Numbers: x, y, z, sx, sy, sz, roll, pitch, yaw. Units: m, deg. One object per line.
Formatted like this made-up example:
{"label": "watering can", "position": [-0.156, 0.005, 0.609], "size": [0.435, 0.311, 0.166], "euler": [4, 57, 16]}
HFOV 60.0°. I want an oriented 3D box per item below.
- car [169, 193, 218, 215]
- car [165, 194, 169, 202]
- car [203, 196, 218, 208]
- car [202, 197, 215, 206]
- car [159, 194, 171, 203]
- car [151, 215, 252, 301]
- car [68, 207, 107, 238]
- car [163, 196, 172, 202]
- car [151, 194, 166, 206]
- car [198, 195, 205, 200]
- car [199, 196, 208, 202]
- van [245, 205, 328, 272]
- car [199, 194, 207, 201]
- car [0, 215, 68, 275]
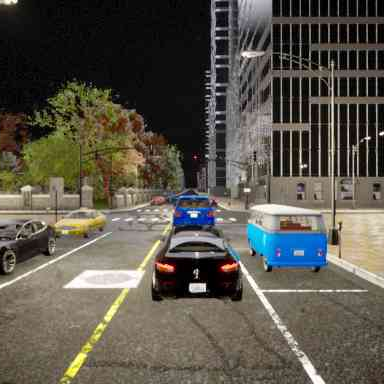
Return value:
{"label": "car", "position": [0.091, 1.214, 18.518], "size": [2.150, 2.045, 5.566], "euler": [0, 0, 0]}
{"label": "car", "position": [-5.721, 1.521, 59.926], "size": [2.008, 1.369, 4.403], "euler": [0, 0, 0]}
{"label": "car", "position": [2.667, 1.416, 48.569], "size": [1.967, 1.590, 4.097], "euler": [0, 0, 0]}
{"label": "car", "position": [2.663, 1.539, 54.250], "size": [1.947, 1.339, 4.313], "euler": [0, 0, 0]}
{"label": "car", "position": [-5.726, 1.277, 71.292], "size": [2.192, 1.841, 5.009], "euler": [0, 0, 0]}
{"label": "car", "position": [0.098, 1.523, 8.168], "size": [1.812, 1.442, 4.674], "euler": [0, 0, 0]}
{"label": "car", "position": [-5.827, 1.518, 17.672], "size": [1.752, 1.417, 4.829], "euler": [0, 0, 0]}
{"label": "car", "position": [-5.730, 1.538, 76.974], "size": [1.802, 1.307, 4.206], "euler": [0, 0, 0]}
{"label": "car", "position": [-5.717, 1.518, 54.243], "size": [1.887, 1.381, 4.507], "euler": [0, 0, 0]}
{"label": "car", "position": [2.643, 1.453, 94.191], "size": [1.752, 1.417, 4.829], "euler": [0, 0, 0]}
{"label": "car", "position": [2.652, 1.522, 76.974], "size": [1.947, 1.339, 4.313], "euler": [0, 0, 0]}
{"label": "van", "position": [2.769, 1.338, 10.444], "size": [1.690, 1.788, 3.998], "euler": [0, 0, 0]}
{"label": "car", "position": [2.649, 1.389, 82.655], "size": [1.967, 1.590, 4.097], "euler": [0, 0, 0]}
{"label": "car", "position": [-5.775, 1.562, 10.438], "size": [1.947, 1.339, 4.313], "euler": [0, 0, 0]}
